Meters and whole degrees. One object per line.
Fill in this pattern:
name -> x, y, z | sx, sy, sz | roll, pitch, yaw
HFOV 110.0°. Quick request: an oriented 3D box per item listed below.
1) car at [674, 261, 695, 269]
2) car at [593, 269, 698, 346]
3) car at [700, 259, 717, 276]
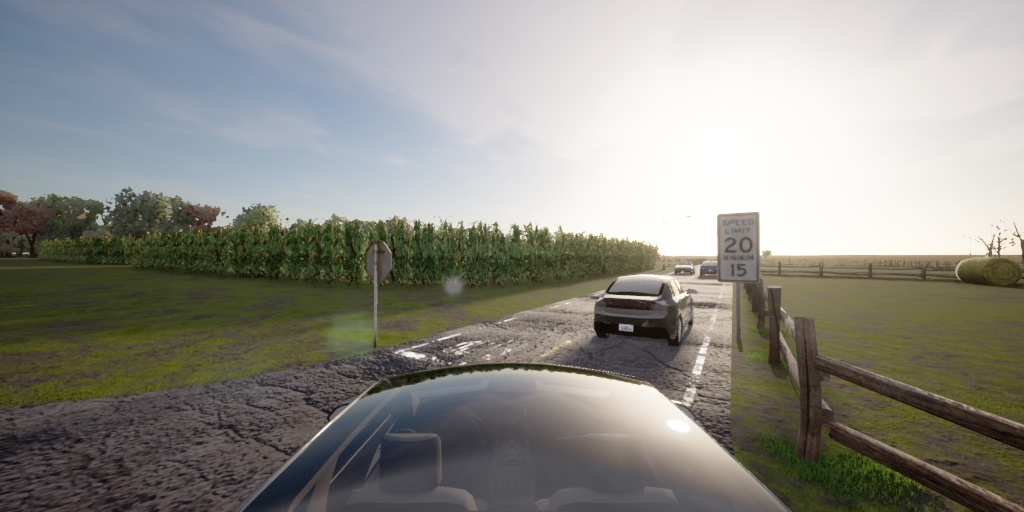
car -> 19.808, 1.323, 40.971 | 2.033, 1.411, 5.357 | 0, 0, 32
car -> 3.659, 1.257, 9.571 | 1.837, 1.490, 4.892 | 0, 0, 32
car -> 20.173, 1.237, 36.224 | 1.882, 1.535, 5.008 | 0, 0, 32
